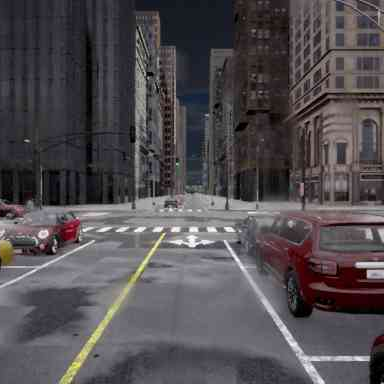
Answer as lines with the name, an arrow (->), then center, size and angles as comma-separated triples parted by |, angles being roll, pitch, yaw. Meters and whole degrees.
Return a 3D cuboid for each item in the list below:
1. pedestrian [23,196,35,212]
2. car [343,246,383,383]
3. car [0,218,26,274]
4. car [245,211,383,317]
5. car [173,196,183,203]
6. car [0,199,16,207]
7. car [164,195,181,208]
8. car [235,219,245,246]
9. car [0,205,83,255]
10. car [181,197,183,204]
pedestrian -> -9.285, 1.141, 19.069 | 0.375, 1.860, 0.375 | 0, 0, 0
car -> 2.759, 1.440, 1.779 | 1.967, 1.590, 4.097 | 0, 0, 0
car -> -5.766, 1.525, 7.210 | 1.752, 1.417, 4.829 | 0, 0, 0
car -> 2.758, 1.315, 7.382 | 2.192, 1.841, 5.009 | 0, 0, 0
car -> -2.848, 1.607, 68.573 | 1.895, 1.301, 4.718 | 0, 0, 1
car -> -16.339, 1.399, 28.378 | 4.553, 1.767, 2.097 | 0, 0, 0
car -> -2.981, 1.548, 48.258 | 2.033, 1.411, 5.357 | 0, 0, -1
car -> 2.759, 1.550, 12.984 | 2.008, 1.369, 4.403 | 0, 0, 0
car -> -5.767, 1.439, 12.982 | 1.967, 1.590, 4.097 | 0, 0, 0
car -> -2.934, 1.355, 58.381 | 2.097, 1.767, 4.553 | 0, 0, 0
